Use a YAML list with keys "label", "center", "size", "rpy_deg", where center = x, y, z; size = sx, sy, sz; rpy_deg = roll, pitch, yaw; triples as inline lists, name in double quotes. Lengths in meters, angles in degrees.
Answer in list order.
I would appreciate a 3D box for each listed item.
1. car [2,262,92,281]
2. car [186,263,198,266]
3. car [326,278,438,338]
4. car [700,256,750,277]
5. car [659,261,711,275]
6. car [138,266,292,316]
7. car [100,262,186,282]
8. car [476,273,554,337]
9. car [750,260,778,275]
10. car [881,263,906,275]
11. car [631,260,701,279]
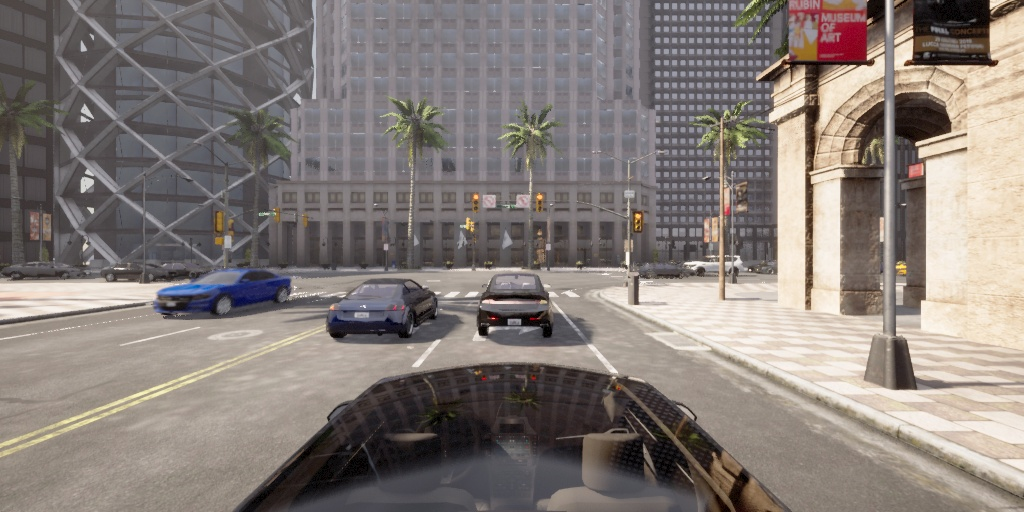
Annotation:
- label: "car"
  center: [-39.104, 1.241, 30.306]
  size: [4.902, 1.511, 2.128]
  rpy_deg: [0, 0, -19]
- label: "car"
  center: [-29.439, 1.297, 31.991]
  size: [5.357, 1.411, 2.033]
  rpy_deg: [0, 0, -3]
- label: "car"
  center: [-3.415, 1.314, 10.183]
  size: [1.994, 1.385, 4.181]
  rpy_deg: [0, 0, 0]
- label: "car"
  center: [19.991, 0.972, 35.747]
  size: [5.566, 2.045, 2.150]
  rpy_deg: [0, 0, 0]
- label: "car"
  center: [18.872, 1.255, 39.250]
  size: [4.892, 1.490, 1.837]
  rpy_deg: [0, 0, 0]
- label: "car"
  center: [-10.527, 1.227, 13.564]
  size: [1.882, 1.535, 5.008]
  rpy_deg: [0, 0, 0]
- label: "car"
  center: [-29.442, 1.255, 28.443]
  size: [4.892, 1.490, 1.837]
  rpy_deg: [0, 0, -4]
- label: "car"
  center: [0.121, 1.242, 10.313]
  size: [2.128, 1.511, 4.902]
  rpy_deg: [0, 0, 2]
- label: "car"
  center: [28.835, 1.314, 39.207]
  size: [4.181, 1.385, 1.994]
  rpy_deg: [0, 0, 0]
- label: "car"
  center: [40.427, 1.227, 35.655]
  size: [5.008, 1.535, 1.882]
  rpy_deg: [0, 0, 0]
- label: "car"
  center: [13.474, 1.297, 32.069]
  size: [5.357, 1.411, 2.033]
  rpy_deg: [0, 0, 0]
